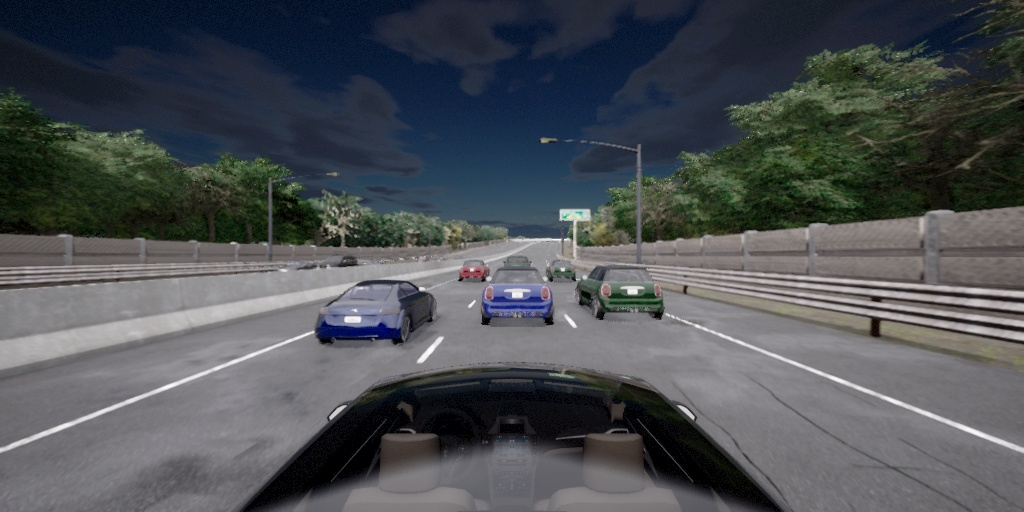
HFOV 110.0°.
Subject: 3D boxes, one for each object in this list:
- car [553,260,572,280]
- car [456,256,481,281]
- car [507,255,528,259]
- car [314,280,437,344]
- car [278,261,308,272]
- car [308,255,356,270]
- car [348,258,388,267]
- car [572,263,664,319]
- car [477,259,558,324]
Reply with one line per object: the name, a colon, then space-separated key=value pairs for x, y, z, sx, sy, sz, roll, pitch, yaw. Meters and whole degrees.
car: x=3.975 y=1.109 z=29.800 sx=2.097 sy=1.767 sz=4.553 roll=0 pitch=0 yaw=1
car: x=-3.028 y=1.105 z=29.737 sx=2.097 sy=1.767 sz=4.553 roll=0 pitch=0 yaw=1
car: x=0.453 y=0.976 z=29.140 sx=2.150 sy=2.045 sz=5.566 roll=0 pitch=0 yaw=1
car: x=-3.354 y=1.314 z=9.598 sx=1.994 sy=1.385 sz=4.181 roll=0 pitch=0 yaw=0
car: x=-20.588 y=1.232 z=34.947 sx=2.128 sy=1.511 sz=4.902 roll=0 pitch=0 yaw=2
car: x=-17.084 y=0.964 z=35.202 sx=2.150 sy=2.045 sz=5.566 roll=0 pitch=0 yaw=2
car: x=-13.582 y=1.237 z=35.073 sx=2.128 sy=1.511 sz=4.902 roll=0 pitch=0 yaw=2
car: x=3.678 y=1.106 z=12.988 sx=2.097 sy=1.767 sz=4.553 roll=0 pitch=0 yaw=1
car: x=0.168 y=1.104 z=12.090 sx=2.097 sy=1.767 sz=4.553 roll=0 pitch=0 yaw=0
